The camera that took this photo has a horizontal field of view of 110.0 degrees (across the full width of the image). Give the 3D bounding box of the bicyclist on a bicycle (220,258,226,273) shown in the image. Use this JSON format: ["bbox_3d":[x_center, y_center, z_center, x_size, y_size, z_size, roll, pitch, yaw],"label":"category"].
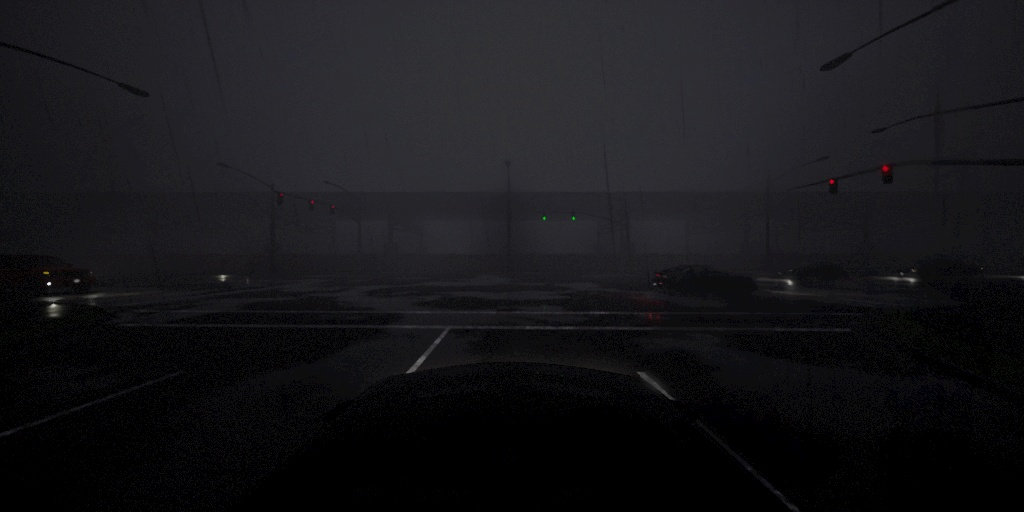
[{"bbox_3d":[-31.527,1.004,39.110,0.582,1.620,1.656,0,0,-33],"label":"bicyclist on a bicycle"}]

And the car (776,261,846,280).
[{"bbox_3d":[23.552,1.099,28.280,4.674,1.442,1.812,-1,0,2],"label":"car"}]

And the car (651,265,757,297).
[{"bbox_3d":[9.566,1.183,17.970,4.902,1.511,2.128,0,0,-2],"label":"car"}]

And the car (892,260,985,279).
[{"bbox_3d":[33.227,1.005,27.996,5.357,1.411,2.033,-1,0,2],"label":"car"}]

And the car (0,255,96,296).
[{"bbox_3d":[-25.594,0.951,19.013,5.566,2.045,2.150,0,0,4],"label":"car"}]

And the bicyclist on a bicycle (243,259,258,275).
[{"bbox_3d":[-26.979,1.158,37.012,0.582,1.620,1.656,0,0,14],"label":"bicyclist on a bicycle"}]
